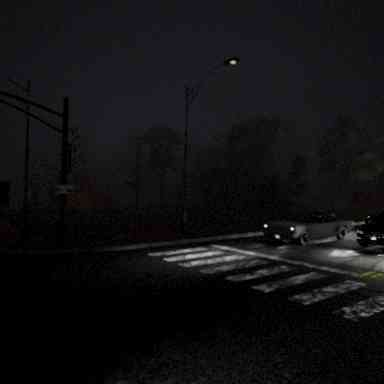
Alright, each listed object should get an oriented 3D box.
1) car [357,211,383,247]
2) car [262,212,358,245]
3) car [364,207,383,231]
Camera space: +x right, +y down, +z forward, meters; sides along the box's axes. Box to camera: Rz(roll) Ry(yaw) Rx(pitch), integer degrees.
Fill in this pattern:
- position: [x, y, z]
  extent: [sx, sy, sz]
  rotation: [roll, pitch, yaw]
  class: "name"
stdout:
- position: [8.824, 1.512, 13.949]
  extent: [4.892, 1.490, 1.837]
  rotation: [0, 0, -35]
  class: "car"
- position: [5.467, 1.607, 15.553]
  extent: [4.718, 1.301, 1.895]
  rotation: [0, 0, -35]
  class: "car"
- position: [12.942, 1.619, 20.857]
  extent: [4.718, 1.301, 1.895]
  rotation: [0, 0, -35]
  class: "car"
